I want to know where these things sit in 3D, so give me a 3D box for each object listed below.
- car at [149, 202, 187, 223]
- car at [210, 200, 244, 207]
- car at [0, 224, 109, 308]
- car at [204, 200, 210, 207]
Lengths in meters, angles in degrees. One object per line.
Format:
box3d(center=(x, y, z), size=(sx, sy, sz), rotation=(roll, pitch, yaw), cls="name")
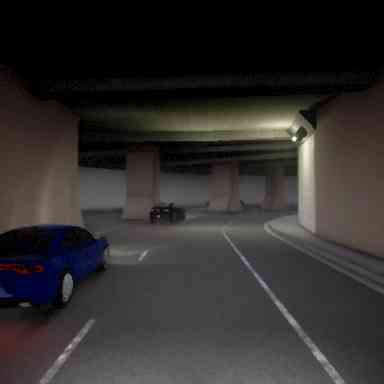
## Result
box3d(center=(-1.830, 1.578, 26.677), size=(2.128, 1.511, 4.902), rotation=(0, 0, 15), cls="car")
box3d(center=(5.518, 1.664, 49.348), size=(4.892, 1.490, 1.837), rotation=(0, 0, -37), cls="car")
box3d(center=(-3.433, 1.504, 8.105), size=(1.882, 1.535, 5.008), rotation=(0, 0, 0), cls="car")
box3d(center=(4.158, 1.523, 52.639), size=(4.553, 1.767, 2.097), rotation=(0, 0, -36), cls="car")
